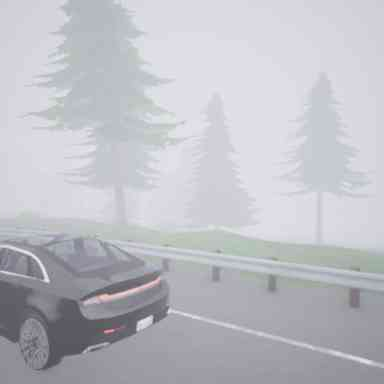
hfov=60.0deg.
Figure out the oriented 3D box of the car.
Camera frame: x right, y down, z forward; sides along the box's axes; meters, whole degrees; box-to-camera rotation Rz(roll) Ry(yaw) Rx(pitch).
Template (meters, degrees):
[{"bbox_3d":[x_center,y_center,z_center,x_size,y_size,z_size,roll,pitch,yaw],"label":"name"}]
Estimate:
[{"bbox_3d":[-2.626,1.487,5.661,4.902,1.511,2.128,0,0,34],"label":"car"}]
